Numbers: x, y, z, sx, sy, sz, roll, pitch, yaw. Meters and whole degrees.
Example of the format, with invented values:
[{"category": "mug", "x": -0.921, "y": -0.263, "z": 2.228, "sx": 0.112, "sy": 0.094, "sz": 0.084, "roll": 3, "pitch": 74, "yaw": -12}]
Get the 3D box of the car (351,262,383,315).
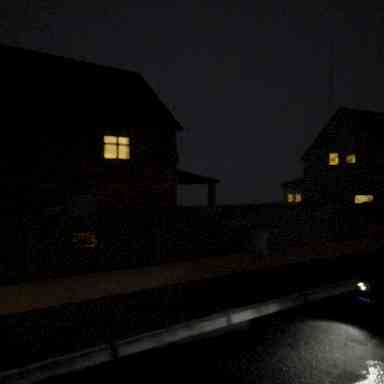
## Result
[{"category": "car", "x": 5.479, "y": 1.530, "z": 6.544, "sx": 5.357, "sy": 1.411, "sz": 2.033, "roll": 0, "pitch": 0, "yaw": -32}]
